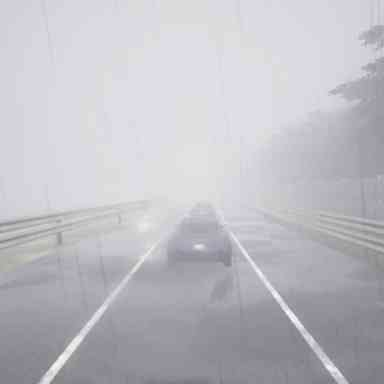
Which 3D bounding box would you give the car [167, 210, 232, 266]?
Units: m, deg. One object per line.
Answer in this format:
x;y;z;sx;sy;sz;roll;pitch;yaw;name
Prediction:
0.273;1.530;11.469;1.994;1.385;4.181;0;0;2;car

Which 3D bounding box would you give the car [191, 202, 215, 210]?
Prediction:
0.882;1.486;26.540;1.994;1.385;4.181;0;0;3;car
